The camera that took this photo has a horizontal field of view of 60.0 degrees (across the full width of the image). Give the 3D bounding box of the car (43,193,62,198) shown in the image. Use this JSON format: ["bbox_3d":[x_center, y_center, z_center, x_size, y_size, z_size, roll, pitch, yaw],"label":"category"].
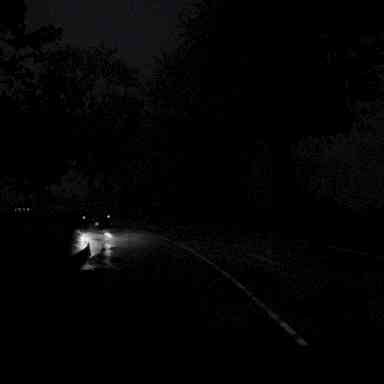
[{"bbox_3d":[-28.318,1.254,65.637,5.566,2.045,2.435,0,0,-3],"label":"car"}]

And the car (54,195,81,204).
[{"bbox_3d":[-20.019,1.564,53.705,1.812,1.442,4.674,0,0,-2],"label":"car"}]

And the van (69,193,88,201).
[{"bbox_3d":[-29.105,1.320,85.402,4.442,1.987,1.878,0,0,-3],"label":"van"}]

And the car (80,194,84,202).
[{"bbox_3d":[-20.592,1.652,66.131,1.994,1.385,4.181,0,0,-2],"label":"car"}]

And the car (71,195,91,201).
[{"bbox_3d":[-29.360,1.589,88.218,4.674,1.452,2.002,0,0,-3],"label":"car"}]

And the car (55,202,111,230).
[{"bbox_3d":[-6.803,1.523,20.895,1.895,1.301,4.718,0,0,-37],"label":"car"}]

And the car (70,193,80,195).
[{"bbox_3d":[-28.827,1.572,76.928,4.674,1.452,2.002,0,0,-3],"label":"car"}]

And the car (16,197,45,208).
[{"bbox_3d":[-22.898,1.523,46.662,2.033,1.411,5.357,0,0,-4],"label":"car"}]
